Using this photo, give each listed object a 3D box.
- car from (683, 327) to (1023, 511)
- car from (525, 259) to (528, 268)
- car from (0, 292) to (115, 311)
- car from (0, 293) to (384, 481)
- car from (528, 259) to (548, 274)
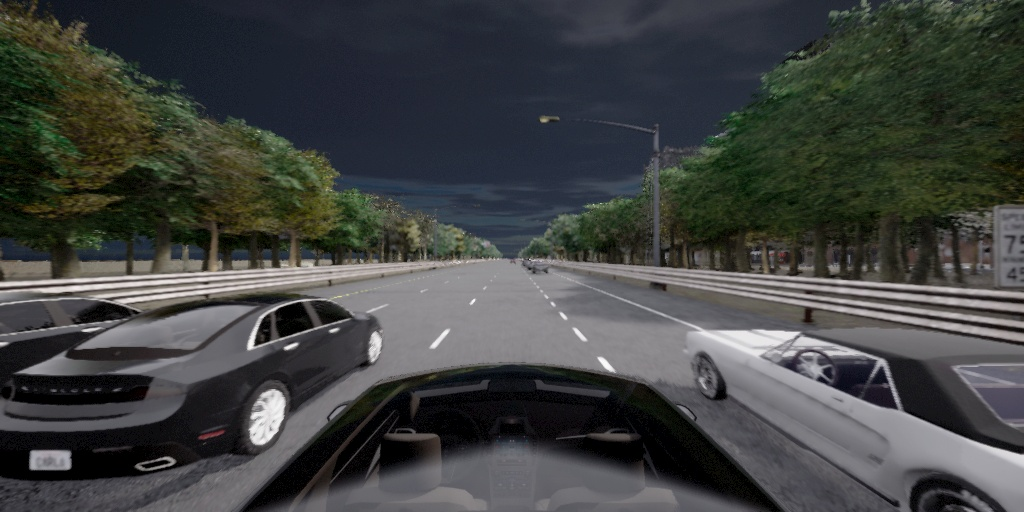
[{"bbox_3d":[3.600,1.358,3.495,1.895,1.301,4.718,0,0,0],"label":"car"},{"bbox_3d":[3.511,1.558,56.141,1.994,1.385,4.181,0,0,0],"label":"car"},{"bbox_3d":[-6.900,1.268,5.113,1.837,1.490,4.892,0,0,0],"label":"car"},{"bbox_3d":[-3.400,1.268,5.067,1.837,1.490,4.892,0,0,0],"label":"car"},{"bbox_3d":[3.493,1.430,45.155,2.128,1.511,4.902,0,0,0],"label":"car"}]
